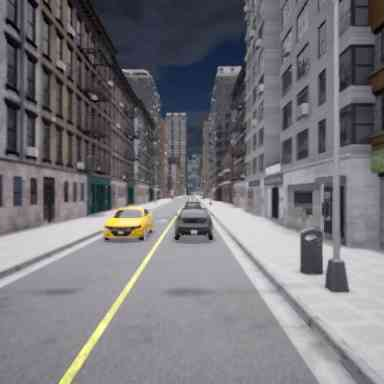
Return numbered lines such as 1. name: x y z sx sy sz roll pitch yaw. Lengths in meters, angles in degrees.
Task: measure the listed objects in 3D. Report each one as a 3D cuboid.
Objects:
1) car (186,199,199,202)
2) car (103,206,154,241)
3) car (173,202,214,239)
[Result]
1. car: 0.089 1.546 39.707 2.128 1.511 4.902 0 0 0
2. car: -3.105 1.495 17.018 1.882 1.535 5.008 0 0 0
3. car: 0.094 1.525 17.284 1.837 1.490 4.892 0 0 0
